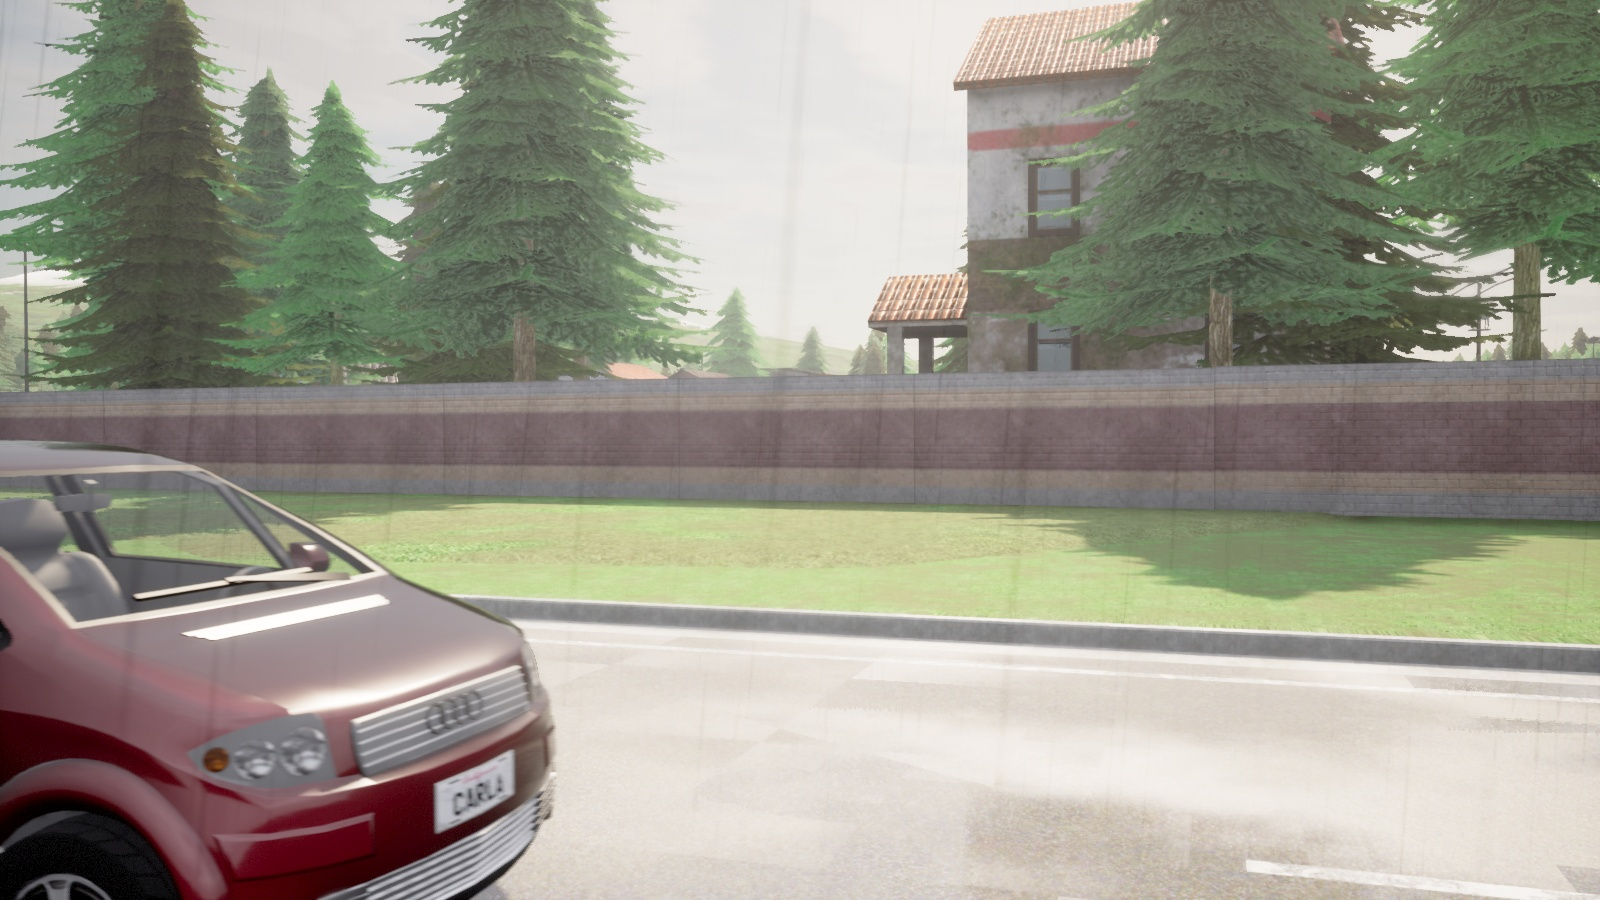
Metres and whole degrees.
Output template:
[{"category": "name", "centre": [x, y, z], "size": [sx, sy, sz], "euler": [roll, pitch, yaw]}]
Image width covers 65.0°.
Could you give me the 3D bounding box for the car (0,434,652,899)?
[{"category": "car", "centre": [-2.550, 0.730, 4.048], "size": [3.705, 1.549, 1.789], "euler": [1, 1, 19]}]
